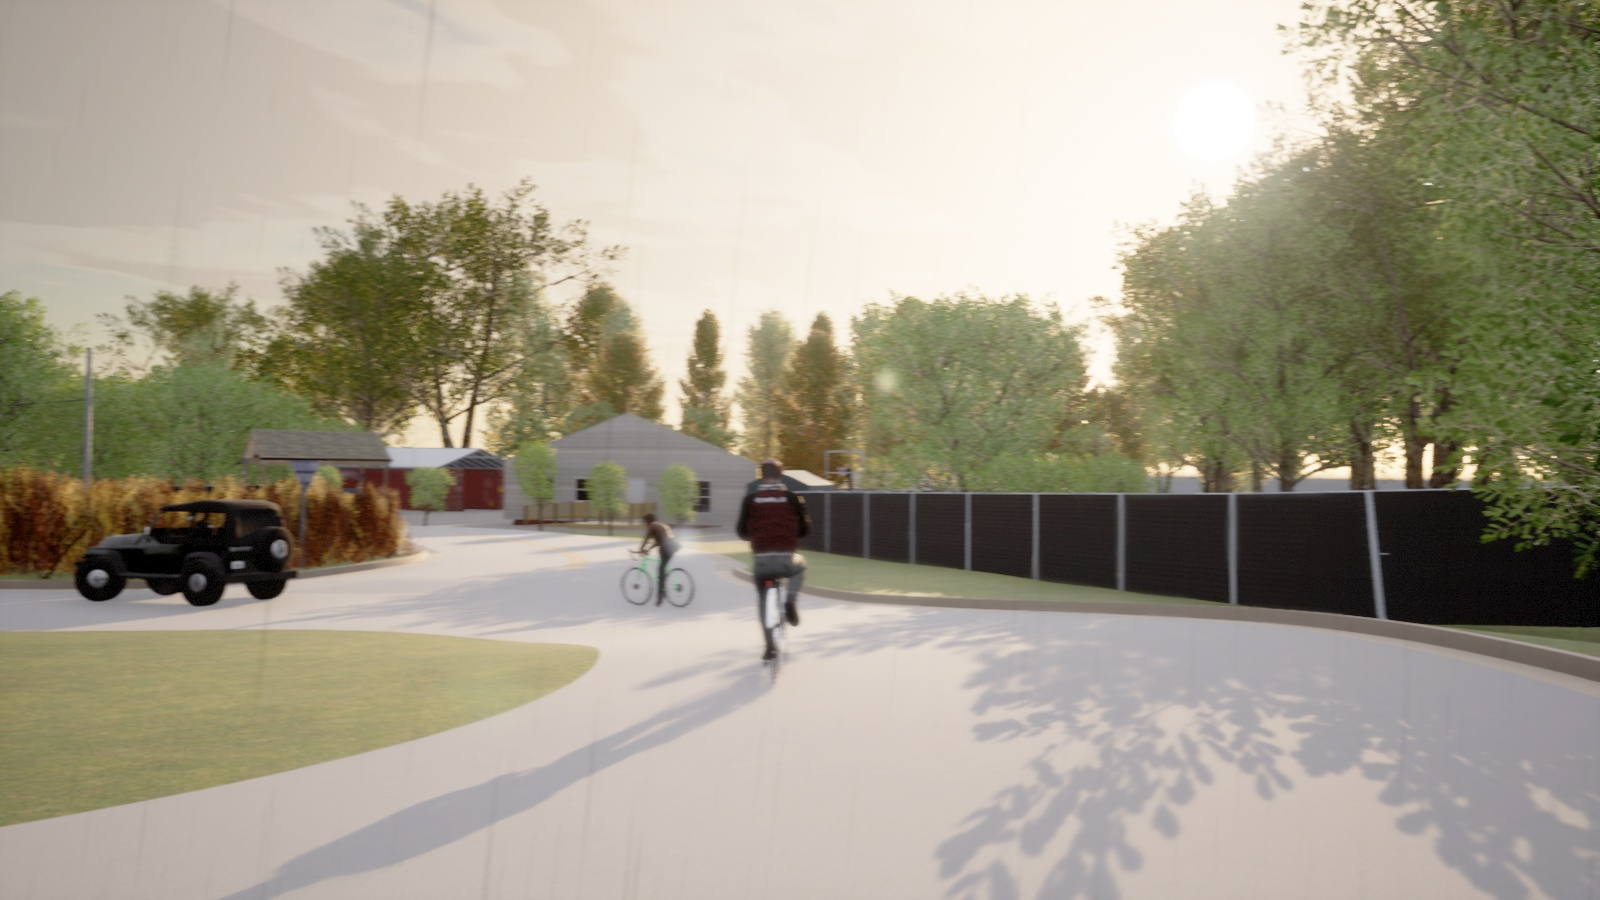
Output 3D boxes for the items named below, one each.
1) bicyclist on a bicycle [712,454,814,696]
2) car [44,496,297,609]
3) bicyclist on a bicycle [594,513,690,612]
[{"bbox_3d":[-0.267,0.956,10.264,0.659,1.776,1.843,-2,-2,2],"label":"bicyclist on a bicycle"},{"bbox_3d":[-11.533,1.821,23.085,3.866,1.878,1.905,0,-2,17],"label":"car"},{"bbox_3d":[-2.719,1.903,21.569,1.656,1.620,0.582,-2,-3,35],"label":"bicyclist on a bicycle"}]
